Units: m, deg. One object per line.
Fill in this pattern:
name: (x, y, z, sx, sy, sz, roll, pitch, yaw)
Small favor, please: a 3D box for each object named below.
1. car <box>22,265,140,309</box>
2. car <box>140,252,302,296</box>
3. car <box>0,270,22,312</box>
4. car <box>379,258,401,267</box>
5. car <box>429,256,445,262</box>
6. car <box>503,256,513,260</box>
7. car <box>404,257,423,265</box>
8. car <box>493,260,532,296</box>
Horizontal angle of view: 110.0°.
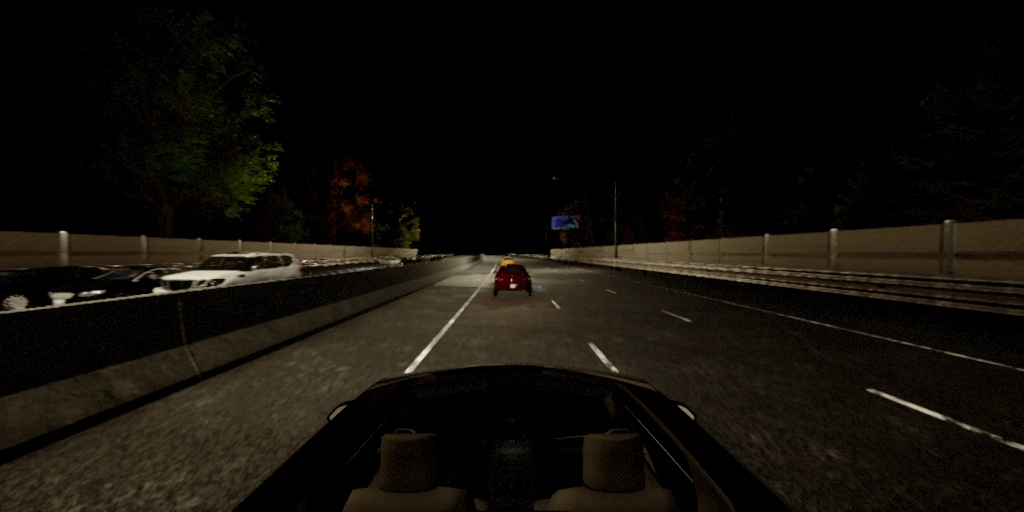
car: (-14.137, 1.153, 13.635, 2.128, 1.511, 4.902, 0, 0, 0)
car: (-10.638, 0.875, 14.139, 2.150, 2.045, 5.566, 0, 1, 0)
car: (-17.637, 1.142, 13.674, 1.882, 1.535, 5.008, 0, 0, 0)
car: (-18.305, 0.920, 53.995, 1.895, 1.301, 4.718, 0, 0, -1)
car: (-11.319, 0.811, 54.248, 1.837, 1.490, 4.892, 0, 1, -1)
car: (-0.569, 0.797, 49.394, 1.801, 1.575, 5.366, 0, 0, -1)
car: (-14.817, 0.877, 54.163, 1.994, 1.385, 4.181, 0, 0, -1)
car: (0.030, 1.136, 18.139, 1.812, 1.442, 4.674, 0, 0, 0)
